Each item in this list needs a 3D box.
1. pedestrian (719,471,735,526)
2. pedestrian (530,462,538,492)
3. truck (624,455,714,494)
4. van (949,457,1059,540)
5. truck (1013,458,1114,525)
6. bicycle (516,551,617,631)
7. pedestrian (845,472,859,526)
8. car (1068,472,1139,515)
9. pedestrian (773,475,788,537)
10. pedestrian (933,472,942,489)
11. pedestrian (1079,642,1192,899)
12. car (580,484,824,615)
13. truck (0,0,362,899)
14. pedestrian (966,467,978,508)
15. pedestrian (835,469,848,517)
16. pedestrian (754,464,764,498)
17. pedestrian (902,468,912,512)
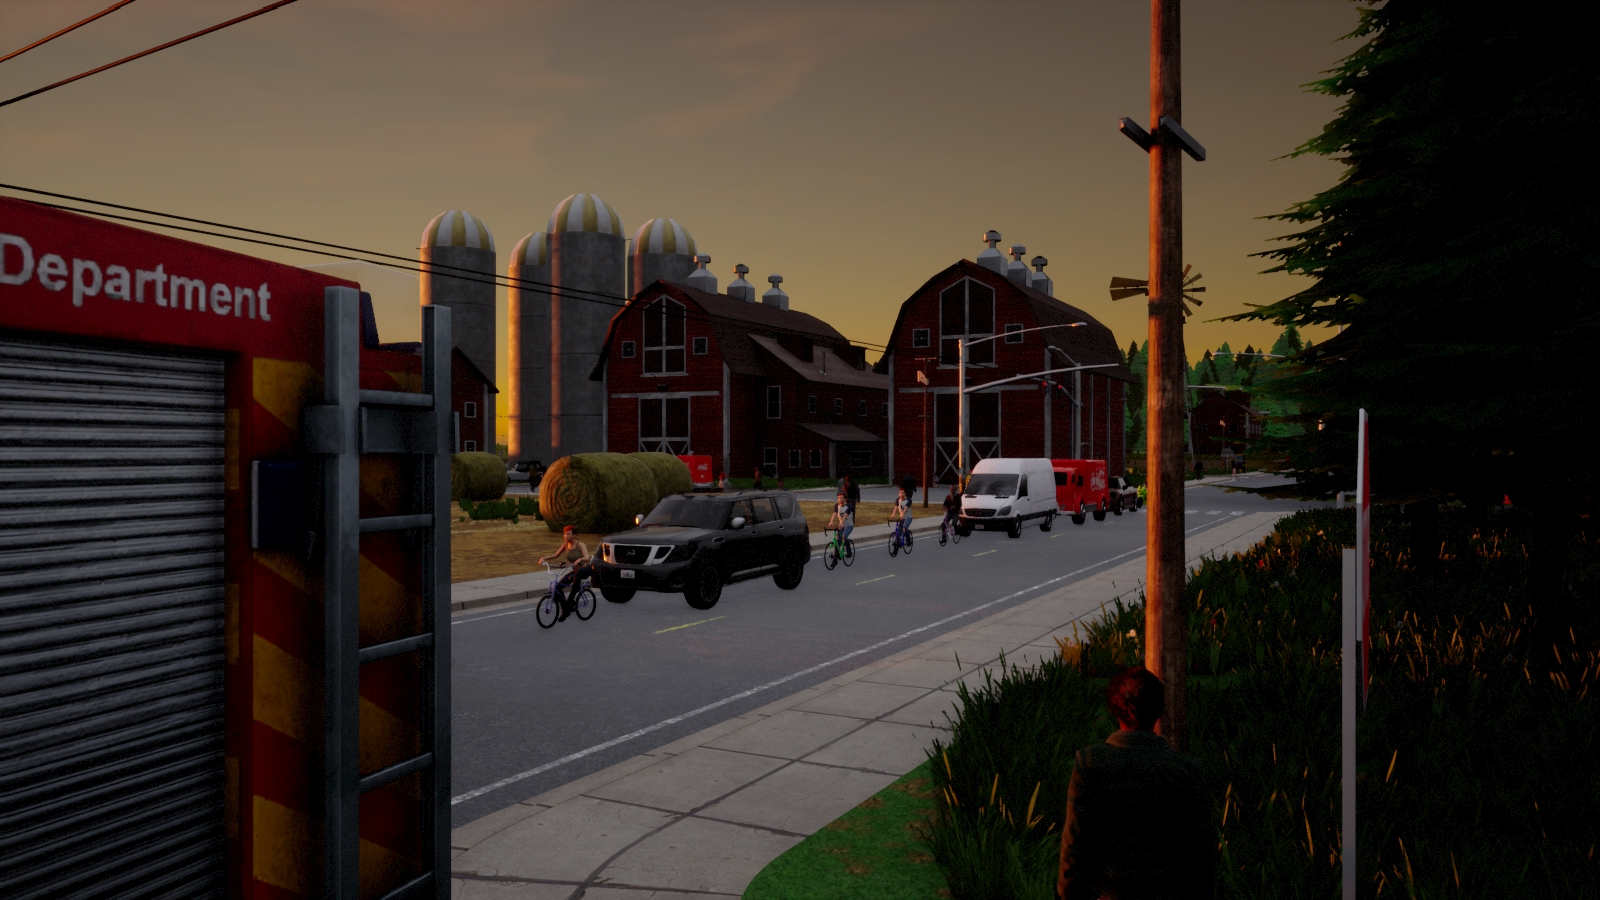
[{"bbox_3d":[-2.538,1.677,39.652,0.375,1.860,0.375,0,0,41],"label":"pedestrian"},{"bbox_3d":[-16.400,1.672,70.458,0.375,1.860,0.375,0,0,34],"label":"pedestrian"},{"bbox_3d":[-8.431,1.540,73.716,5.204,2.467,2.627,0,0,27],"label":"truck"},{"bbox_3d":[7.054,1.534,38.932,1.988,2.561,5.915,0,0,28],"label":"van"},{"bbox_3d":[10.539,1.568,45.362,2.627,2.467,5.204,0,0,28],"label":"truck"},{"bbox_3d":[-3.778,2.256,18.555,0.859,1.080,1.487,0,0,28],"label":"bicycle"},{"bbox_3d":[1.794,1.694,39.513,0.375,1.860,0.375,0,0,29],"label":"pedestrian"},{"bbox_3d":[13.634,1.903,51.212,2.097,1.767,4.553,0,0,28],"label":"car"},{"bbox_3d":[-0.588,1.695,34.714,0.375,1.860,0.375,0,0,17],"label":"pedestrian"},{"bbox_3d":[9.360,2.082,77.910,0.500,1.100,0.500,0,0,27],"label":"pedestrian"},{"bbox_3d":[1.210,1.663,4.135,0.375,1.860,0.375,0,0,16],"label":"pedestrian"},{"bbox_3d":[-1.712,1.779,22.405,2.150,2.045,5.566,0,0,27],"label":"car"},{"bbox_3d":[-5.940,0.867,3.845,8.468,3.827,2.891,0,0,19],"label":"truck"},{"bbox_3d":[7.776,1.682,51.720,0.375,1.860,0.375,0,0,41],"label":"pedestrian"},{"bbox_3d":[1.632,1.677,44.703,0.375,1.860,0.375,0,0,-36],"label":"pedestrian"},{"bbox_3d":[-2.218,1.670,61.641,0.375,1.860,0.375,0,0,28],"label":"pedestrian"},{"bbox_3d":[4.550,1.678,48.505,0.375,1.860,0.375,0,0,17],"label":"pedestrian"}]
